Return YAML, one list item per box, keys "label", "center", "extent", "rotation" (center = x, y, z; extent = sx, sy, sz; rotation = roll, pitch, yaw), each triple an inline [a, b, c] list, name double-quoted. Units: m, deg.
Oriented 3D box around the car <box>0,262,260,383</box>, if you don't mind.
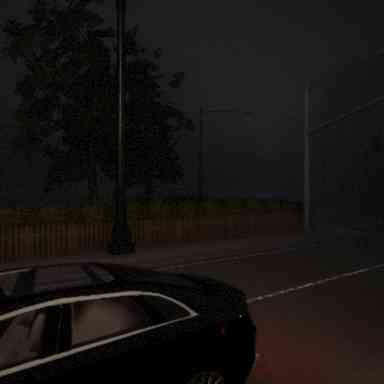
- label: "car"
  center: [-1.570, 1.491, 2.870]
  extent: [4.902, 1.511, 2.128]
  rotation: [0, 0, -35]
